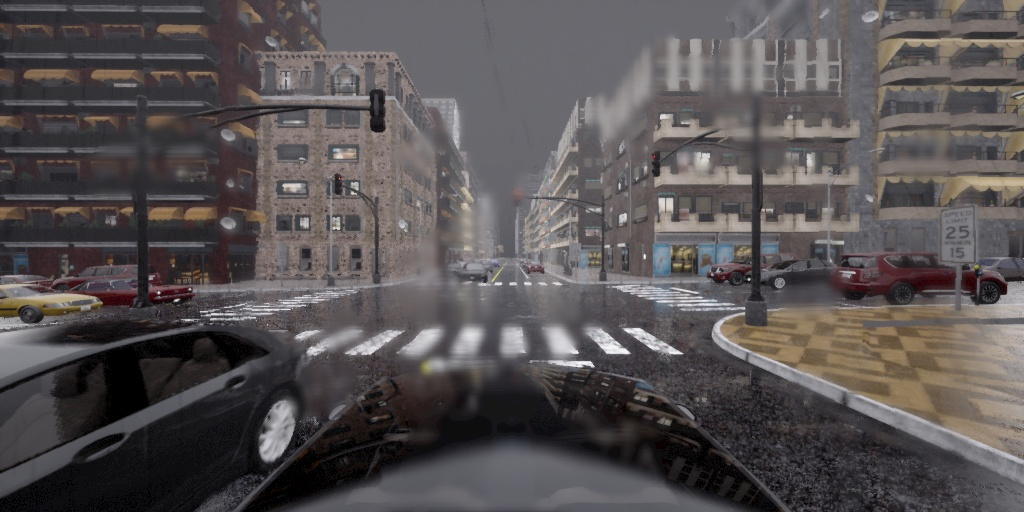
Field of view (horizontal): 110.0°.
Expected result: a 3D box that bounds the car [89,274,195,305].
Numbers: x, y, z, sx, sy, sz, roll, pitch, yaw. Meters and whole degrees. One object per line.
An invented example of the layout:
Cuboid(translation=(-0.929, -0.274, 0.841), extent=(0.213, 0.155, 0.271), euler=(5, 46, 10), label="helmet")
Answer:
Cuboid(translation=(-16.630, 1.633, 15.408), extent=(4.718, 1.301, 1.895), euler=(-1, 0, 0), label="car")

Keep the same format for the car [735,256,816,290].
Cuboid(translation=(14.934, 0.947, 18.956), extent=(4.892, 1.490, 1.837), euler=(-1, 0, -1), label="car")

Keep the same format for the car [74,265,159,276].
Cuboid(translation=(-23.640, 1.462, 21.095), extent=(5.009, 1.841, 2.192), euler=(0, 0, -1), label="car")

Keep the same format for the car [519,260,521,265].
Cuboid(translation=(2.570, 1.348, 57.913), extent=(1.802, 1.307, 4.207), euler=(0, 0, 0), label="car")

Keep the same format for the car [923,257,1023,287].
Cuboid(translation=(25.678, 0.789, 19.074), extent=(5.357, 1.411, 2.033), euler=(-1, 0, -1), label="car")

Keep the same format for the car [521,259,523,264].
Cuboid(translation=(2.594, 1.200, 46.548), extent=(1.967, 1.591, 4.097), euler=(0, 0, 0), label="car")

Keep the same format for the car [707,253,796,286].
Cuboid(translation=(14.533, 0.759, 21.543), extent=(5.009, 1.841, 2.192), euler=(0, 0, -1), label="car")

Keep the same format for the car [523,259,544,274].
Cuboid(translation=(2.606, 1.198, 40.866), extent=(1.967, 1.591, 4.097), euler=(0, 0, 0), label="car")

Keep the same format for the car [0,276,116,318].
Cuboid(translation=(-17.654, 1.585, 12.812), extent=(4.829, 1.417, 1.751), euler=(0, 0, -1), label="car")

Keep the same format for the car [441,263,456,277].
Cuboid(translation=(-5.762, 1.322, 35.163), extent=(1.948, 1.339, 4.313), euler=(0, 0, 0), label="car")

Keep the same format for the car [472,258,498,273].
Cuboid(translation=(-3.184, 1.251, 42.588), extent=(2.128, 1.511, 4.902), euler=(0, 0, 0), label="car")

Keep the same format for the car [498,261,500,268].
Cuboid(translation=(-3.181, 1.247, 62.586), extent=(1.882, 1.535, 5.008), euler=(0, 0, 0), label="car")

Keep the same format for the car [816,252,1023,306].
Cuboid(translation=(14.686, 0.775, 13.164), extent=(5.009, 1.841, 2.192), euler=(0, 0, -1), label="car")

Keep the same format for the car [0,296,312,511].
Cuboid(translation=(-3.105, 1.255, 1.997), extent=(1.837, 1.490, 4.892), euler=(0, 0, 0), label="car")

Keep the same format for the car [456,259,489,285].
Cuboid(translation=(-2.875, 1.231, 26.774), extent=(1.882, 1.535, 5.008), euler=(0, 0, -5), label="car")
